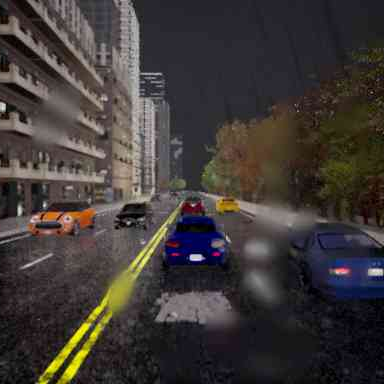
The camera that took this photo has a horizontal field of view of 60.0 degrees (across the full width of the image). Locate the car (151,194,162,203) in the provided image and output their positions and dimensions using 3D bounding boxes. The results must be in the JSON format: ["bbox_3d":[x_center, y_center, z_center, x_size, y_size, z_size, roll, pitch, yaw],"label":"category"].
[{"bbox_3d":[-6.499,1.189,60.955,1.837,1.490,4.892,0,0,0],"label":"car"}]

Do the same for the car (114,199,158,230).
[{"bbox_3d":[-3.348,1.378,19.929,1.837,1.490,4.892,0,0,0],"label":"car"}]

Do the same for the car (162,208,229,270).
[{"bbox_3d":[0.103,1.458,10.609,1.812,1.442,4.674,0,0,0],"label":"car"}]

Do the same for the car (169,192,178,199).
[{"bbox_3d":[-3.249,0.807,60.950,1.812,1.442,4.674,0,0,0],"label":"car"}]

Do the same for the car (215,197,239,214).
[{"bbox_3d":[3.350,1.275,32.260,1.882,1.535,5.008,0,0,0],"label":"car"}]

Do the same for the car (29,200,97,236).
[{"bbox_3d":[-6.599,1.241,17.457,2.097,1.767,4.553,0,0,0],"label":"car"}]

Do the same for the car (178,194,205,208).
[{"bbox_3d":[0.101,1.161,30.431,2.097,1.767,4.553,0,0,0],"label":"car"}]

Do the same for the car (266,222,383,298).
[{"bbox_3d":[3.349,1.492,8.567,2.033,1.411,5.357,0,0,0],"label":"car"}]
